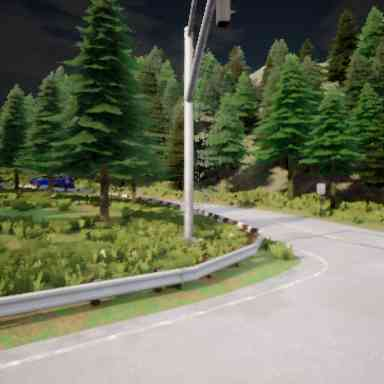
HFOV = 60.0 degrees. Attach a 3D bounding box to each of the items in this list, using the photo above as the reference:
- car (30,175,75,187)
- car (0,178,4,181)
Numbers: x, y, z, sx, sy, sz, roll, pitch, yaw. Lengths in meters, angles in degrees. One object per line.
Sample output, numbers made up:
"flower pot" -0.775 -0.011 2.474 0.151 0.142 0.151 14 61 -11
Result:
"car" -17.470 -1.253 41.801 5.566 2.045 2.150 5 1 10
"car" -28.003 -1.862 45.740 4.718 1.301 1.895 6 3 32
